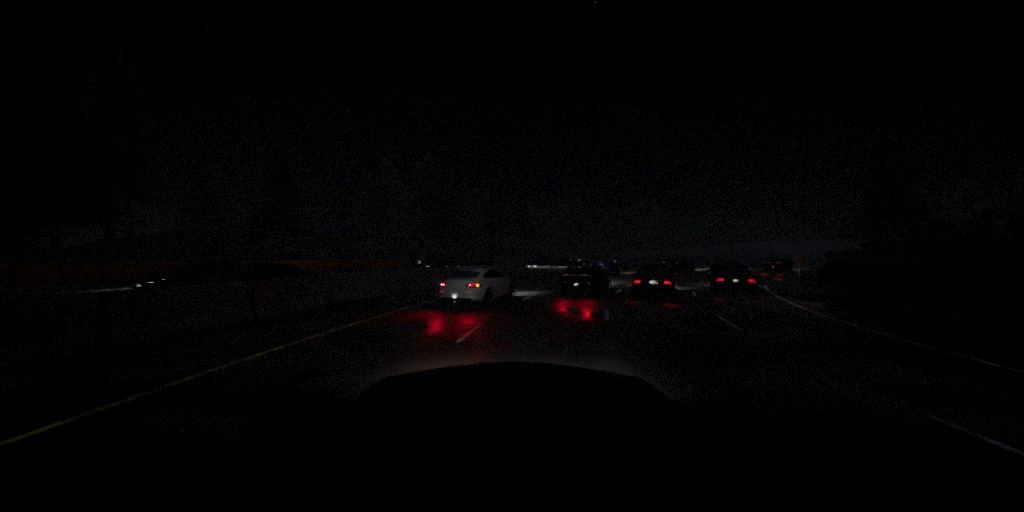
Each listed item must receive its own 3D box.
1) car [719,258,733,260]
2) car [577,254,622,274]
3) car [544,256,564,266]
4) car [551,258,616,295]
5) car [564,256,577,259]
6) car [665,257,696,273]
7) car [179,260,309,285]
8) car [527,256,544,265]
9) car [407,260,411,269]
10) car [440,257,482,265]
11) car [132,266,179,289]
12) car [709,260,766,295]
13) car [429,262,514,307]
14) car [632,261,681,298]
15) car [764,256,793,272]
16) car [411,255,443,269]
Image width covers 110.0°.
[{"bbox_3d":[21.125,0.886,35.323,4.181,1.385,1.994,-1,2,-44],"label":"car"},{"bbox_3d":[8.064,0.760,31.851,2.097,1.767,4.553,1,1,40],"label":"car"},{"bbox_3d":[7.138,0.706,51.192,4.718,1.301,1.895,-1,2,-44],"label":"car"},{"bbox_3d":[3.883,1.069,18.687,2.128,1.511,4.902,0,1,23],"label":"car"},{"bbox_3d":[9.608,0.506,48.708,4.553,1.767,2.097,-1,2,-44],"label":"car"},{"bbox_3d":[16.823,0.824,36.025,4.902,1.511,2.128,-1,2,-45],"label":"car"},{"bbox_3d":[-11.789,1.048,16.587,1.837,1.490,4.892,0,0,17],"label":"car"},{"bbox_3d":[4.732,0.635,53.733,5.357,1.411,2.033,-1,2,-44],"label":"car"},{"bbox_3d":[-9.085,0.644,38.768,2.097,1.767,4.553,1,1,36],"label":"car"},{"bbox_3d":[-4.077,0.967,33.505,1.895,1.301,4.718,1,1,34],"label":"car"},{"bbox_3d":[-15.147,1.009,17.512,1.837,1.490,4.892,0,0,17],"label":"car"},{"bbox_3d":[11.364,1.137,18.546,2.033,1.411,5.357,0,1,28],"label":"car"},{"bbox_3d":[-1.338,1.151,14.744,1.812,1.442,4.674,0,1,17],"label":"car"},{"bbox_3d":[7.000,1.143,17.540,2.033,1.411,5.357,0,1,24],"label":"car"},{"bbox_3d":[26.506,0.773,35.680,4.902,1.511,2.128,-2,2,-44],"label":"car"},{"bbox_3d":[-7.111,0.845,35.136,1.837,1.490,4.892,0,1,34],"label":"car"}]
